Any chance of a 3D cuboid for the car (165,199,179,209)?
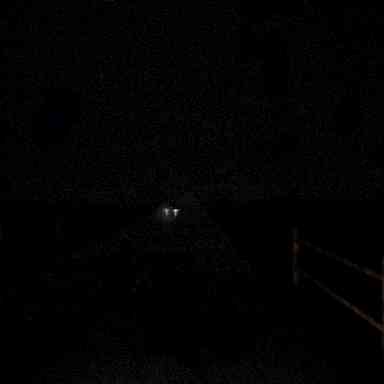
[{"bbox_3d":[-2.870,1.740,48.693,2.033,1.411,5.357,0,0,0],"label":"car"}]
